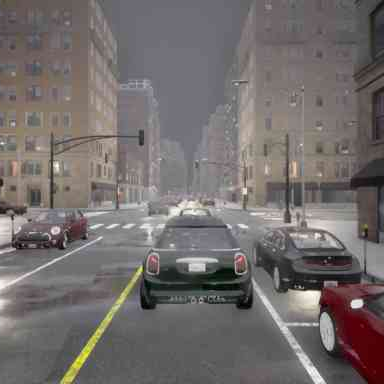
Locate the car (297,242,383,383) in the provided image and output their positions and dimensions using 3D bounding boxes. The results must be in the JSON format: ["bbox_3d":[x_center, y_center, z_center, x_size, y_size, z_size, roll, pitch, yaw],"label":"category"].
[{"bbox_3d":[2.682,1.545,3.128,1.887,1.381,4.507,0,0,0],"label":"car"}]

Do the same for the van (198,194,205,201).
[{"bbox_3d":[2.425,1.481,85.590,1.690,1.788,3.998,0,0,0],"label":"van"}]

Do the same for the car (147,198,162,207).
[{"bbox_3d":[-5.864,1.595,52.489,2.008,1.369,4.403,0,0,0],"label":"car"}]

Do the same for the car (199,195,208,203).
[{"bbox_3d":[2.503,1.541,74.575,1.967,1.590,4.097,0,0,0],"label":"car"}]

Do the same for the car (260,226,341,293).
[{"bbox_3d":[2.694,1.553,8.620,2.008,1.369,4.403,0,0,0],"label":"car"}]

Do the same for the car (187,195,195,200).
[{"bbox_3d":[-0.279,1.543,90.025,1.994,1.385,4.181,0,0,0],"label":"car"}]

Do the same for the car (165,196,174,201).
[{"bbox_3d":[-6.141,1.728,91.045,1.947,1.339,4.313,0,0,0],"label":"car"}]

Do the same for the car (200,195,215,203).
[{"bbox_3d":[2.661,1.590,52.547,1.887,1.381,4.507,0,0,0],"label":"car"}]

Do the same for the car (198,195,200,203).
[{"bbox_3d":[2.622,1.622,58.053,1.947,1.339,4.313,0,0,0],"label":"car"}]

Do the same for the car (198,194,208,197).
[{"bbox_3d":[2.581,1.595,63.731,1.752,1.417,4.829,0,0,0],"label":"car"}]

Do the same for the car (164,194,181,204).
[{"bbox_3d":[-3.086,1.393,49.567,2.097,1.767,4.553,0,0,0],"label":"car"}]

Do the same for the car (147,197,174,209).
[{"bbox_3d":[-3.028,1.491,31.237,1.837,1.490,4.892,0,0,0],"label":"car"}]

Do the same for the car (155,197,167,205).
[{"bbox_3d":[-5.943,1.613,63.505,1.887,1.381,4.507,0,0,0],"label":"car"}]

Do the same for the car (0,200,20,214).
[{"bbox_3d":[-17.605,1.404,30.165,5.008,1.535,1.882,0,0,-2],"label":"car"}]

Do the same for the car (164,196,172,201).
[{"bbox_3d":[-6.101,1.721,85.537,1.802,1.307,4.206,0,0,0],"label":"car"}]

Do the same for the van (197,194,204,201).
[{"bbox_3d":[2.385,1.503,91.096,1.690,1.788,3.998,0,0,0],"label":"van"}]

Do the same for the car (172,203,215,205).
[{"bbox_3d":[0.133,1.497,15.319,2.128,1.511,4.902,0,0,0],"label":"car"}]

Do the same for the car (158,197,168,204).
[{"bbox_3d":[-5.983,1.665,69.013,1.802,1.307,4.206,0,0,0],"label":"car"}]

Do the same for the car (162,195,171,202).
[{"bbox_3d":[-6.061,1.559,80.029,1.967,1.590,4.097,0,0,0],"label":"car"}]

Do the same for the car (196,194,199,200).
[{"bbox_3d":[2.543,1.399,69.068,2.192,1.841,5.009,0,0,0],"label":"car"}]

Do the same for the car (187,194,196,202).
[{"bbox_3d":[-0.207,1.706,80.049,1.895,1.301,4.718,0,0,0],"label":"car"}]

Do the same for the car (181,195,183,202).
[{"bbox_3d":[-3.130,1.676,66.100,1.895,1.301,4.718,0,0,0],"label":"car"}]

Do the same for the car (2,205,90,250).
[{"bbox_3d":[-5.818,1.445,14.127,1.967,1.590,4.097,0,0,0],"label":"car"}]

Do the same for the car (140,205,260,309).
[{"bbox_3d":[0.066,1.355,8.017,2.097,1.767,4.553,0,0,-1],"label":"car"}]

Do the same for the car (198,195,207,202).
[{"bbox_3d":[2.464,1.559,80.081,1.967,1.590,4.097,0,0,0],"label":"car"}]
